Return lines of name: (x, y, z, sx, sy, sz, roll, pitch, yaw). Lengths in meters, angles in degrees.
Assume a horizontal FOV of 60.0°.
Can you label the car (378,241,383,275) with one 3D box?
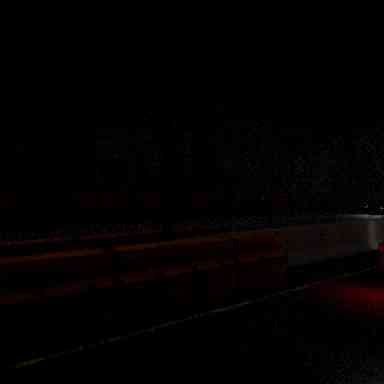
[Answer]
car: (6.952, 1.547, 8.983, 5.008, 1.535, 1.882, 0, 0, -36)
